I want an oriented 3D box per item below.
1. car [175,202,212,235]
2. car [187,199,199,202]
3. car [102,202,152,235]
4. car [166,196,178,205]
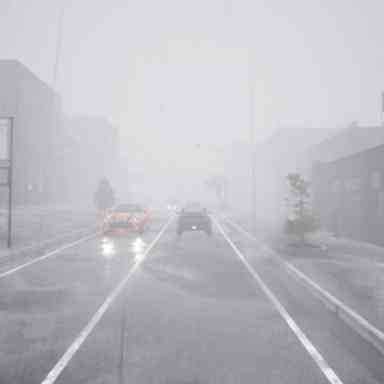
[{"bbox_3d":[0.109,1.535,19.166,1.837,1.490,4.892,0,0,0],"label":"car"},{"bbox_3d":[0.105,1.585,37.239,1.837,1.490,4.892,0,0,0],"label":"car"},{"bbox_3d":[-3.561,1.382,18.885,2.097,1.767,4.553,0,0,0],"label":"car"},{"bbox_3d":[-3.551,1.505,60.129,2.128,1.511,4.902,0,1,1],"label":"car"}]
